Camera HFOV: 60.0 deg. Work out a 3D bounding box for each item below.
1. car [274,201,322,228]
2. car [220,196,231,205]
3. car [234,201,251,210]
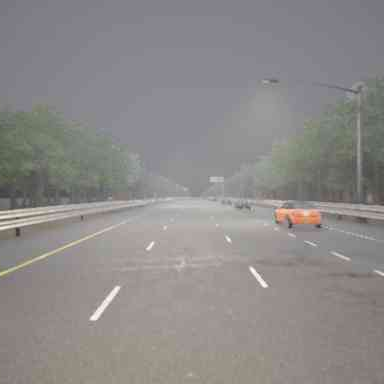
[{"bbox_3d":[7.027,1.419,22.588,2.097,1.767,4.553,0,0,0],"label":"car"},{"bbox_3d":[7.283,1.987,72.634,2.097,1.767,4.553,0,-1,0],"label":"car"},{"bbox_3d":[7.118,1.898,47.387,1.895,1.301,4.718,0,-1,0],"label":"car"}]
